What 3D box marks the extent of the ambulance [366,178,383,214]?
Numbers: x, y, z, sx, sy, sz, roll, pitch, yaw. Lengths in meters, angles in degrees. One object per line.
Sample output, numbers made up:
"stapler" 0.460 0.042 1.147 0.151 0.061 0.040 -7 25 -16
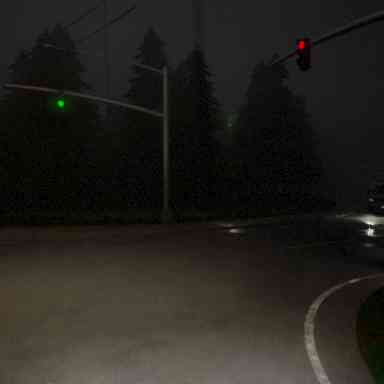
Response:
"ambulance" 14.529 0.231 24.324 2.351 2.431 6.366 3 3 38
